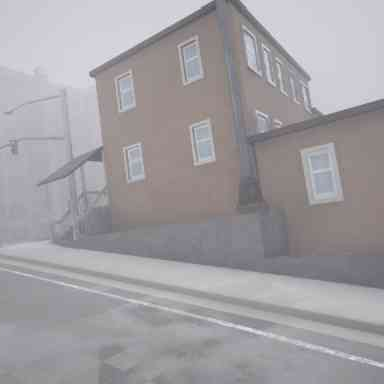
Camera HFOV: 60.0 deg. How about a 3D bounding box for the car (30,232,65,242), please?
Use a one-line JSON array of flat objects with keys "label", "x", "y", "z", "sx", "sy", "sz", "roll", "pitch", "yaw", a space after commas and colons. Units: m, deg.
[{"label": "car", "x": -11.715, "y": 4.278, "z": 29.078, "sx": 1.837, "sy": 1.490, "sz": 4.892, "roll": -12, "pitch": -11, "yaw": 35}]
